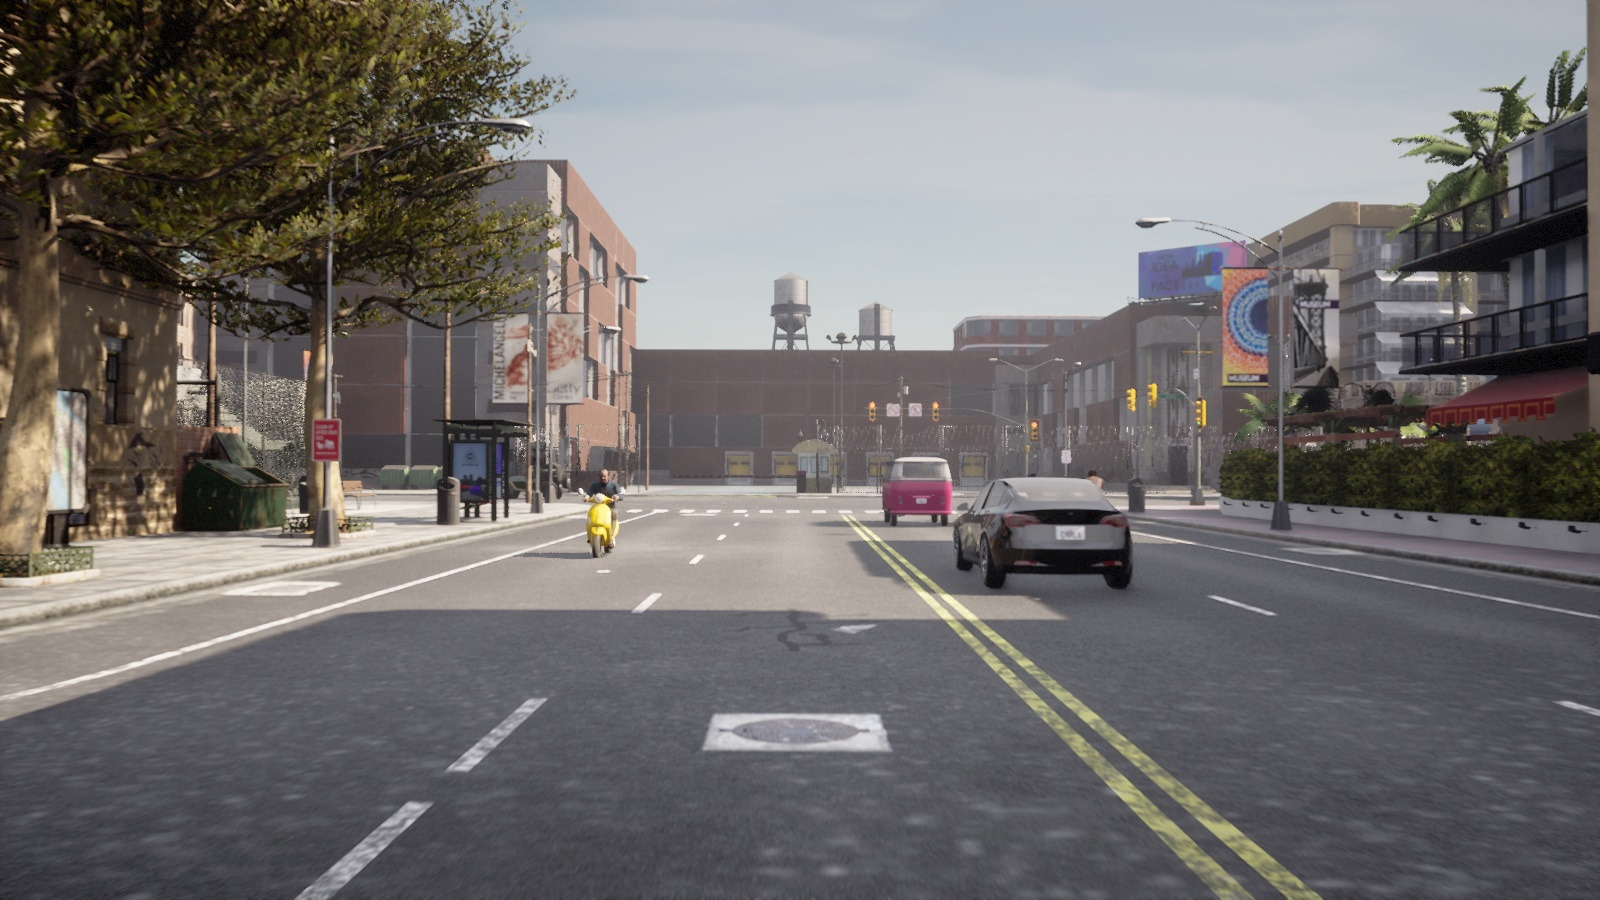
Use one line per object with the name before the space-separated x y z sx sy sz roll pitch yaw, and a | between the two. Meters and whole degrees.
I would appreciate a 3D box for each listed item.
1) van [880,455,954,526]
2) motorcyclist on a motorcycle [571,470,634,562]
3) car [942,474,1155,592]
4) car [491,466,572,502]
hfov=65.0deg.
van | 3.407 1.176 37.315 1.775 1.987 4.442 0 -1 0
motorcyclist on a motorcycle | -3.556 1.163 22.757 0.866 1.590 1.817 0 -1 0
car | 3.454 1.110 18.496 2.163 1.488 4.792 0 -1 0
car | -14.297 1.790 67.021 3.866 1.878 1.905 0 -1 0
